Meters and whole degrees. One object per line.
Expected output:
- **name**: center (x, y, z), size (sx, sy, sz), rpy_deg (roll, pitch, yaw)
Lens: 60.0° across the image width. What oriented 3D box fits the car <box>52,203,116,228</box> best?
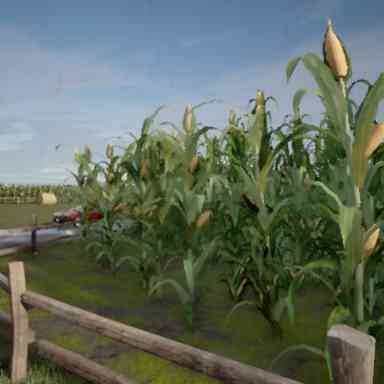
- **car**: center (-7.385, 1.545, 23.374), size (1.882, 1.535, 5.008), rpy_deg (1, 0, 28)
